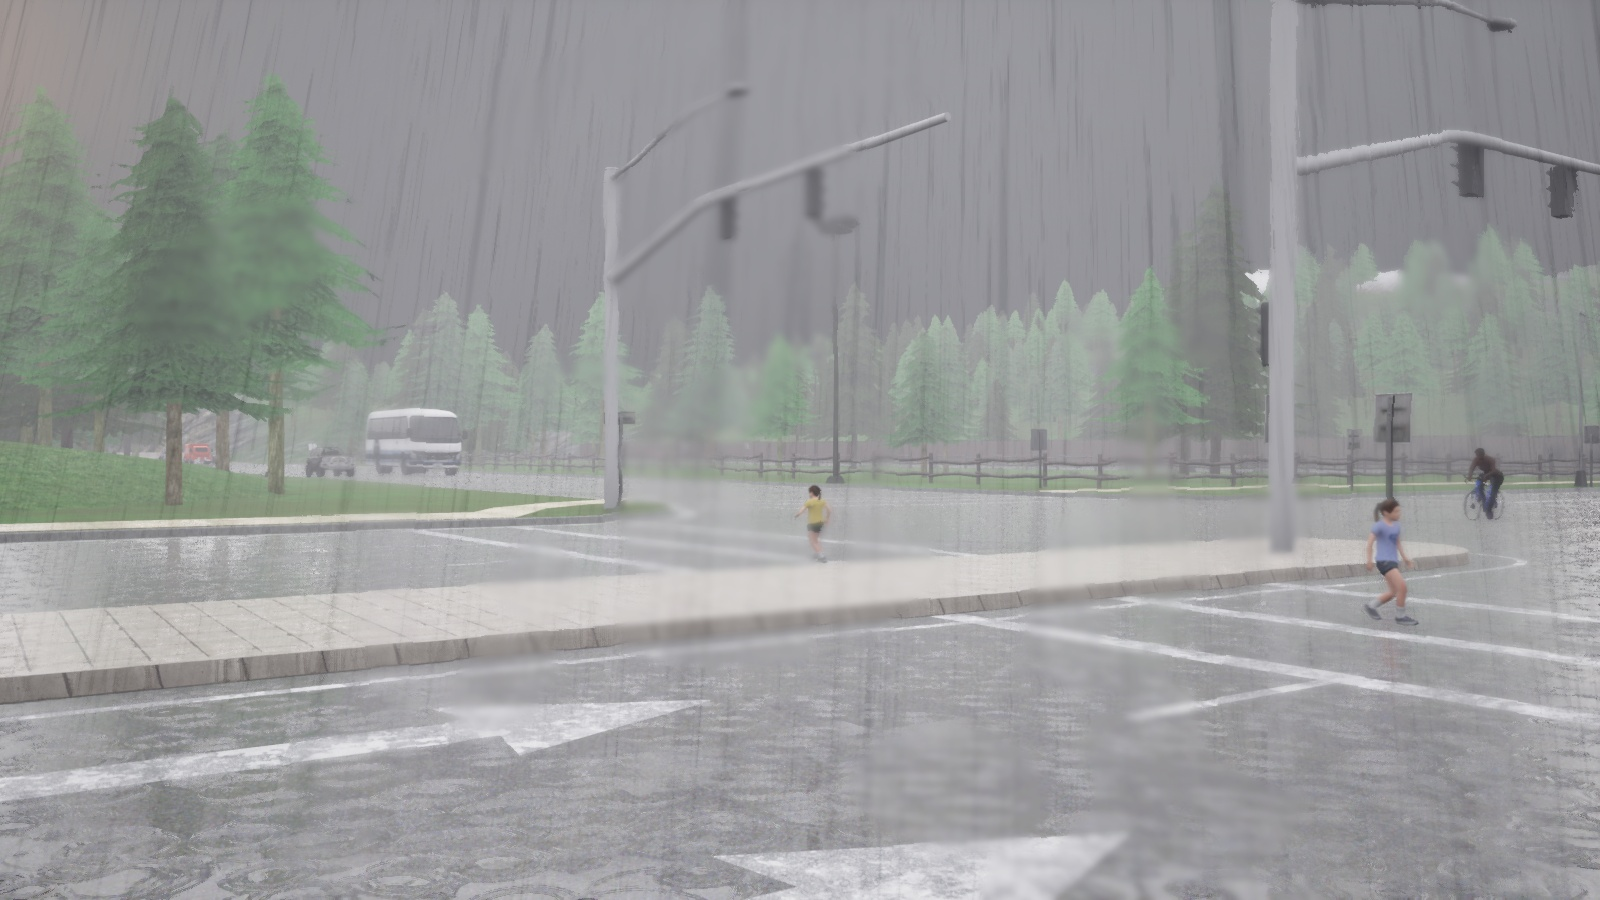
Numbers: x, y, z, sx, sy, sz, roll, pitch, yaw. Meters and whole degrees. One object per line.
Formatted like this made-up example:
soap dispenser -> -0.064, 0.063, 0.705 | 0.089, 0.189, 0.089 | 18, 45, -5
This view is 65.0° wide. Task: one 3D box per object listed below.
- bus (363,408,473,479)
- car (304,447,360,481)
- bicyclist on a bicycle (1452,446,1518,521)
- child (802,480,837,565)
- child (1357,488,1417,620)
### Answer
bus -> -24.898, -0.380, 81.418 | 3.944, 4.253, 10.273 | 0, 0, -34
car -> -26.783, 0.794, 71.777 | 1.932, 1.855, 4.605 | 0, 0, -34
bicyclist on a bicycle -> 15.239, 0.734, 27.934 | 1.656, 1.620, 0.582 | -1, 0, -34
child -> 0.260, 0.964, 16.792 | 0.255, 1.110, 0.394 | 0, 0, -43
child -> 5.075, 0.887, 10.860 | 0.255, 1.110, 0.394 | 0, 0, -39
